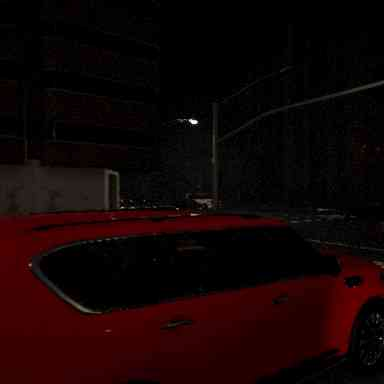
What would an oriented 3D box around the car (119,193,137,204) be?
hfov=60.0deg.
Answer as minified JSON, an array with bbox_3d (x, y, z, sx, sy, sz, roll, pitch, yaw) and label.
[{"bbox_3d":[-10.980,1.409,51.885,2.097,1.767,4.553,0,0,-36],"label":"car"}]

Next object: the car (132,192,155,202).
[{"bbox_3d":[-8.116,0.936,53.898,2.150,2.045,5.566,0,0,-36],"label":"car"}]

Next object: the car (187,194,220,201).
[{"bbox_3d":[1.272,1.216,40.853,2.150,2.045,5.566,0,0,-36],"label":"car"}]

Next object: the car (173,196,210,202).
[{"bbox_3d":[-0.526,1.498,37.375,1.837,1.490,4.892,0,0,-36],"label":"car"}]

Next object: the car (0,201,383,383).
[{"bbox_3d":[0.168,1.221,3.917,5.566,2.045,2.150,0,0,-35],"label":"car"}]
